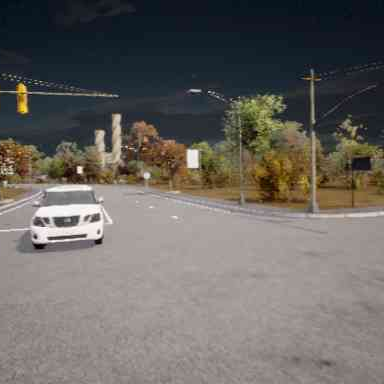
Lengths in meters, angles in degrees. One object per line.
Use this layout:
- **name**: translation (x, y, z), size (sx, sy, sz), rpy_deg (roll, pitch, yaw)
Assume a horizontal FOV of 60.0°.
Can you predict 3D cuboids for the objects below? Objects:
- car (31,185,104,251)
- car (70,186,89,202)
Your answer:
- **car**: translation (-4.645, 0.793, 12.728), size (2.150, 2.045, 5.566), rpy_deg (-3, 3, -18)
- **car**: translation (-12.423, 0.206, 36.890), size (1.812, 1.442, 4.674), rpy_deg (-3, 3, -18)
